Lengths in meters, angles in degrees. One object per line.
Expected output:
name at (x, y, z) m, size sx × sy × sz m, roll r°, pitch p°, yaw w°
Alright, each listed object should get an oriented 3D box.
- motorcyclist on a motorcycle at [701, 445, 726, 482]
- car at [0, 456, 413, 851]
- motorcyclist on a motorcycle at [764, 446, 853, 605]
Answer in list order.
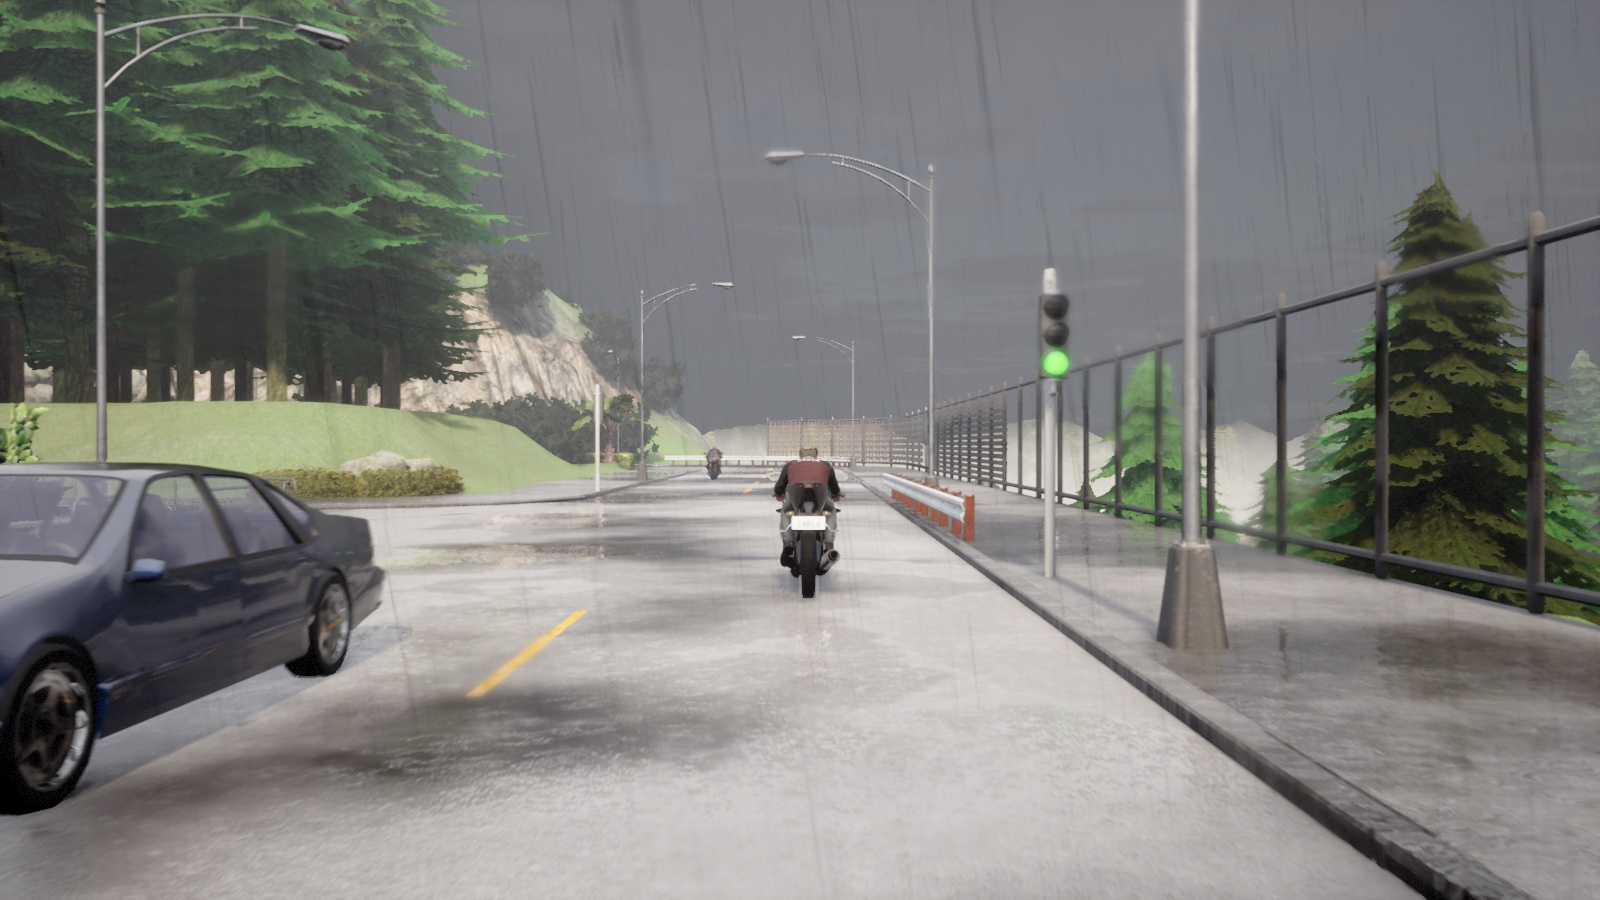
motorcyclist on a motorcycle at (-3.688, 0.561, 53.690) m, size 0.866 × 1.530 × 2.191 m, roll 0°, pitch 0°, yaw 0°
car at (-3.935, 0.764, 6.691) m, size 2.033 × 1.411 × 5.357 m, roll 0°, pitch 0°, yaw 1°
motorcyclist on a motorcycle at (0.088, 0.728, 13.231) m, size 0.866 × 1.530 × 2.191 m, roll 0°, pitch 0°, yaw 0°
